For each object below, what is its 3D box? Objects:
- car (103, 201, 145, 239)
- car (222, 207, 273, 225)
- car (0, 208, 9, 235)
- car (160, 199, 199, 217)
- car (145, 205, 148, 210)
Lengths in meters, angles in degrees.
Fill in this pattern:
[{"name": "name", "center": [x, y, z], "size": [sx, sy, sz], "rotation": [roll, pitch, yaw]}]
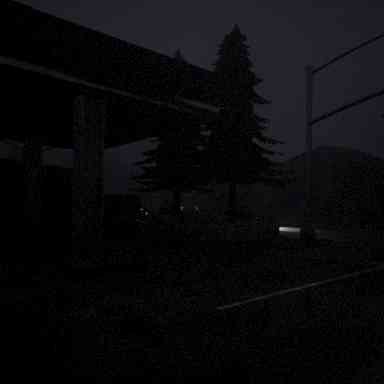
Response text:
[{"name": "car", "center": [-4.505, 1.445, 18.311], "size": [1.905, 1.878, 3.866], "rotation": [1, 0, -36]}, {"name": "car", "center": [4.112, 1.813, 25.044], "size": [1.994, 1.385, 4.181], "rotation": [1, 0, -35]}, {"name": "car", "center": [-11.637, 1.520, 18.492], "size": [2.242, 1.667, 4.611], "rotation": [1, 0, -36]}, {"name": "car", "center": [-1.309, 1.537, 32.682], "size": [2.097, 1.767, 4.553], "rotation": [1, 0, -36]}, {"name": "car", "center": [-7.460, 1.661, 41.345], "size": [2.033, 1.411, 5.357], "rotation": [1, 0, -35]}]
